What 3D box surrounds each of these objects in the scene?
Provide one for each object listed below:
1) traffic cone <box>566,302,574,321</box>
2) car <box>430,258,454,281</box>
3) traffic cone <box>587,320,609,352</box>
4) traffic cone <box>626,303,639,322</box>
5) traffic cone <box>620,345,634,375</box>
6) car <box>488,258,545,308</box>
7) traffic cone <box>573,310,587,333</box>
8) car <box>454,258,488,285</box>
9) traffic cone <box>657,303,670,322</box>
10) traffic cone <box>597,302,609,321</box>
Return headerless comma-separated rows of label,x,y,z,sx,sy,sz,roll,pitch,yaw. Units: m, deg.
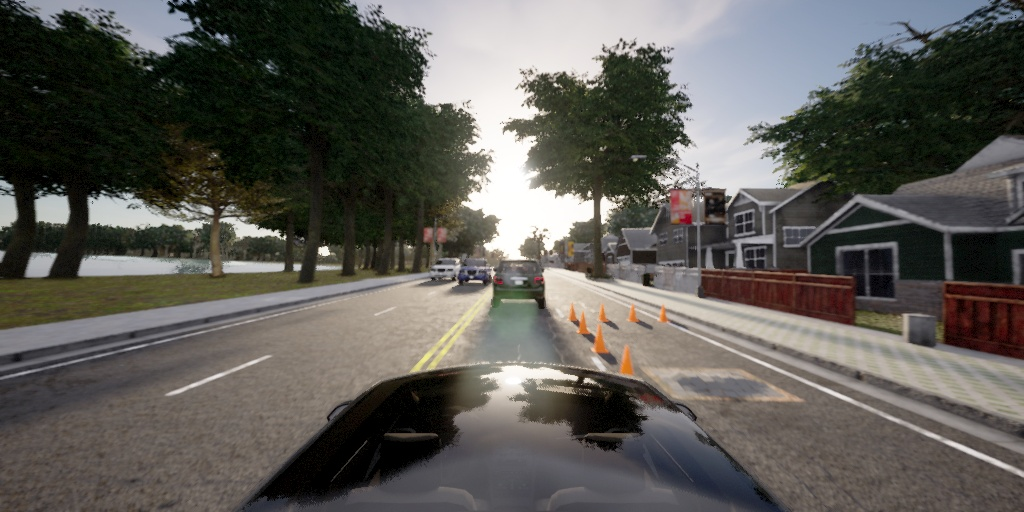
traffic cone,1.997,1.825,11.900,0.340,0.580,0.340,0,0,1
car,-6.060,1.223,33.598,2.150,2.045,5.566,1,-1,1
traffic cone,1.923,1.786,7.901,0.340,0.580,0.340,0,0,1
traffic cone,3.994,1.846,11.863,0.340,0.580,0.340,0,0,1
traffic cone,1.886,1.767,5.901,0.340,0.580,0.340,0,0,1
car,0.313,1.116,16.375,2.150,2.045,5.566,1,0,1
traffic cone,1.960,1.806,9.900,0.340,0.580,0.340,0,0,1
car,-2.898,1.205,28.848,2.150,2.045,5.566,1,-1,1
traffic cone,4.992,1.857,11.845,0.340,0.580,0.340,0,0,1
traffic cone,2.996,1.836,11.882,0.340,0.580,0.340,0,0,1
